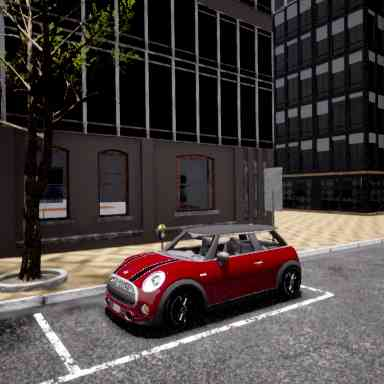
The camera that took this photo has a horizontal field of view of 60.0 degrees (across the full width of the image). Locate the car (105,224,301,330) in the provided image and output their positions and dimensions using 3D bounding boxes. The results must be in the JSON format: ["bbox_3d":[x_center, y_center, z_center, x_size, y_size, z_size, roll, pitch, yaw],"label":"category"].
[{"bbox_3d":[0.334,1.439,6.813,4.097,1.590,1.967,0,-1,-35],"label":"car"}]
